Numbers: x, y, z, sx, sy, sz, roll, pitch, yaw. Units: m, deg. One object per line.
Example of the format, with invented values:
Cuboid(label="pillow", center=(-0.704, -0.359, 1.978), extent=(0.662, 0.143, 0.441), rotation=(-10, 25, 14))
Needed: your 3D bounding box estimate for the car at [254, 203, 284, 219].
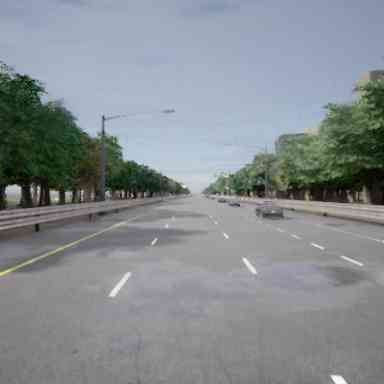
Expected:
Cuboid(label="car", center=(7.063, 1.677, 30.824), extent=(1.994, 1.385, 4.181), rotation=(0, 0, 0))

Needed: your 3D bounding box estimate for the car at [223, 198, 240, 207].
Cuboid(label="car", center=(7.205, 1.823, 58.146), extent=(2.033, 1.411, 5.357), rotation=(0, 0, 0))

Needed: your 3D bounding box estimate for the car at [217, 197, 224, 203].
Cuboid(label="car", center=(7.400, 1.986, 82.298), extent=(1.994, 1.385, 4.181), rotation=(0, 0, 1))
